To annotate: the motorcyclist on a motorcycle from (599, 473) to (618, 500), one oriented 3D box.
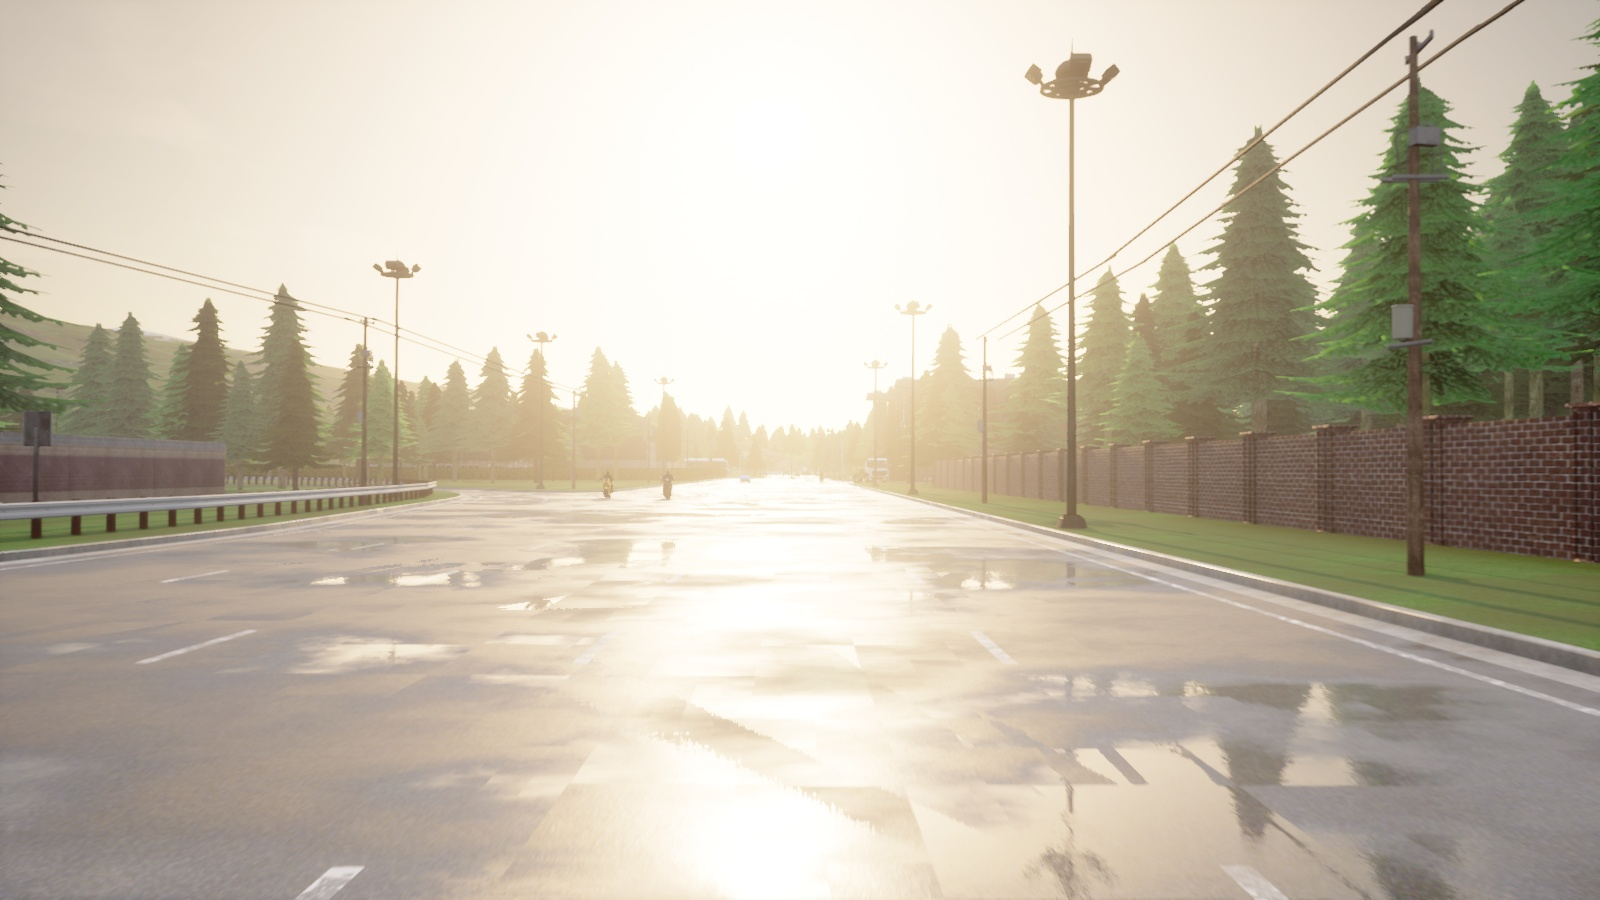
[{"bbox_3d":[-10.716,2.029,70.160,0.797,1.523,2.044,0,-1,-2],"label":"motorcyclist on a motorcycle"}]
